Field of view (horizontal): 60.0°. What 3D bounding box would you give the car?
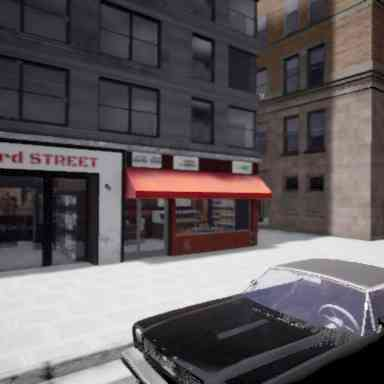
[{"bbox_3d":[1.592,1.634,4.208,4.718,1.301,1.895,1,0,-35],"label":"car"}]
